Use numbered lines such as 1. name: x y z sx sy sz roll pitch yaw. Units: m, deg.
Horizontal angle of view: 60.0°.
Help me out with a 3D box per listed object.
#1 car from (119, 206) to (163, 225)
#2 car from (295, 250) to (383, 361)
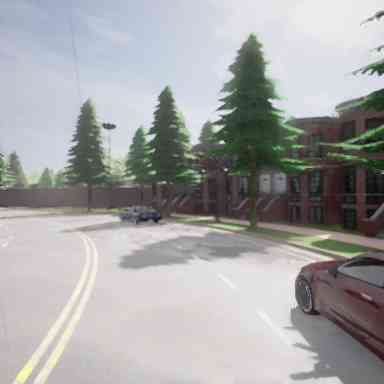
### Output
1. car: -4.076 1.747 25.554 1.895 1.301 4.718 0 0 -31
2. car: 3.088 1.514 4.638 1.812 1.442 4.674 0 0 -6
